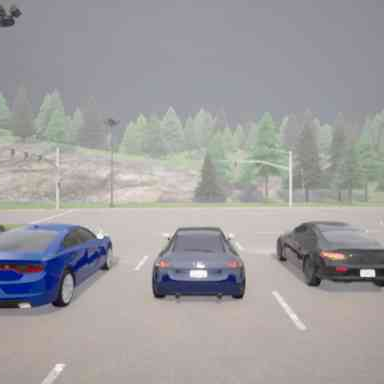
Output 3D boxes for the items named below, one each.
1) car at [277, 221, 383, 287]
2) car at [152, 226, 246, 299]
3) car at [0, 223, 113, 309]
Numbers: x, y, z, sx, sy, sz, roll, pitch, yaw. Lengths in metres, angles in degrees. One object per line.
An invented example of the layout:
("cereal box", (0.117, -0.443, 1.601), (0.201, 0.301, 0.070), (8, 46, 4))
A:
("car", (3.693, 1.523, 9.218), (1.812, 1.442, 4.674), (0, 0, 1))
("car", (0.175, 1.561, 8.486), (1.994, 1.385, 4.181), (0, 0, 1))
("car", (-3.338, 1.475, 7.993), (1.882, 1.535, 5.008), (0, 0, 1))
